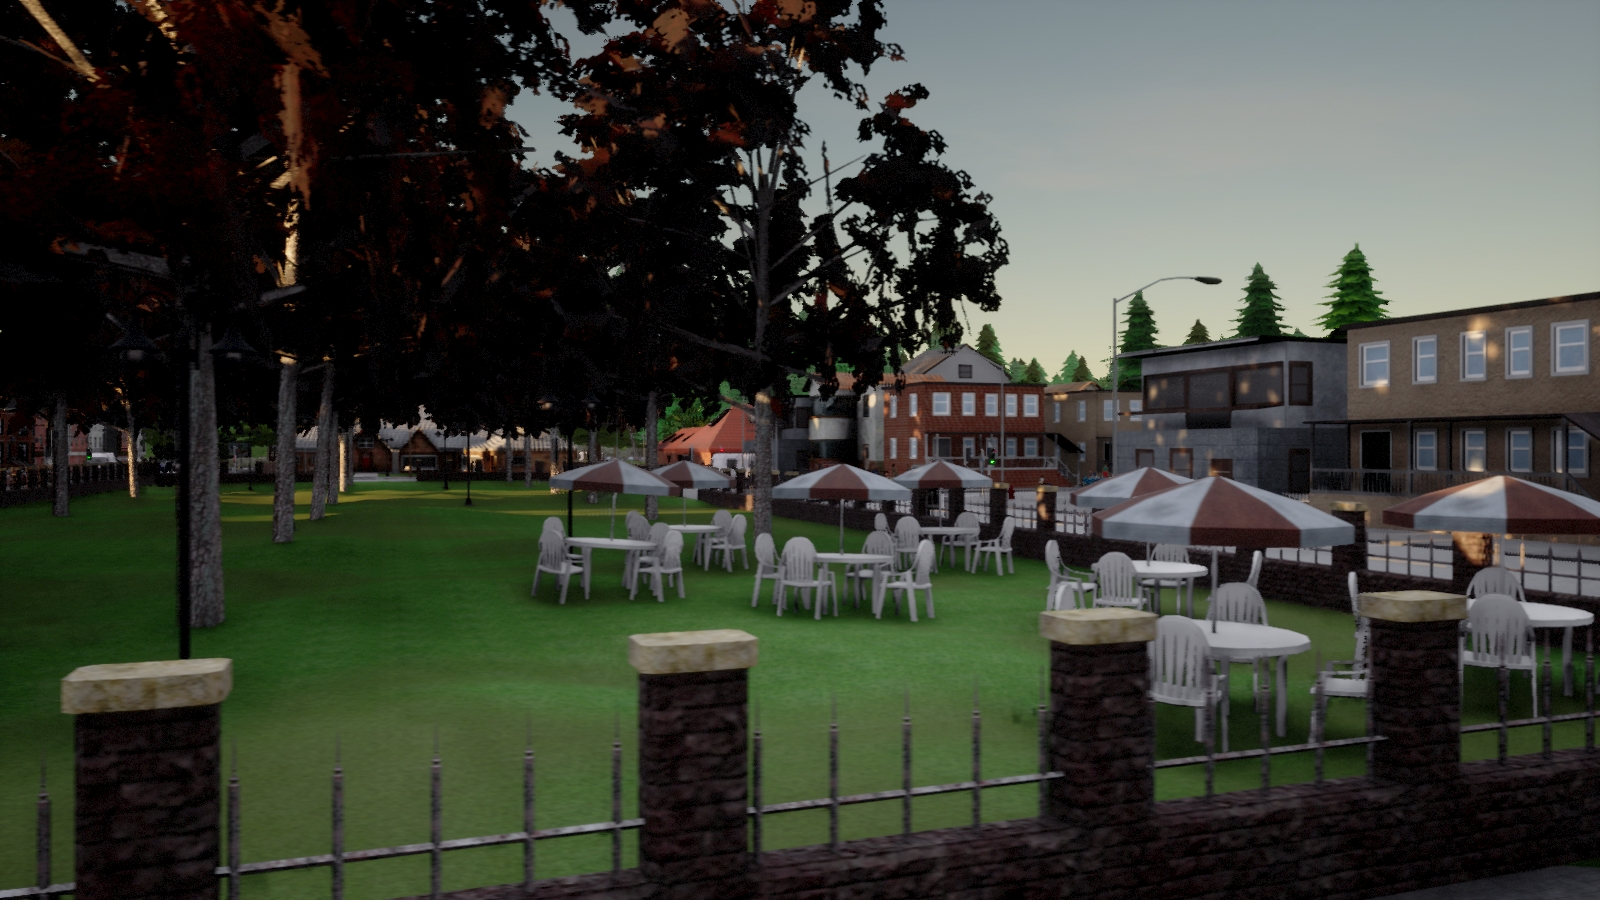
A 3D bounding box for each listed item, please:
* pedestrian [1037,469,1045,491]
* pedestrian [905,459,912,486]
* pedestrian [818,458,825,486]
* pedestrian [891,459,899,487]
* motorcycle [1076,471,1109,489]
[{"bbox_3d":[14.414,1.810,68.259,0.375,1.300,0.375,0,0,-10],"label":"pedestrian"},{"bbox_3d":[7.378,1.516,77.630,0.375,1.860,0.375,0,0,-2],"label":"pedestrian"},{"bbox_3d":[1.478,1.516,78.841,0.375,1.860,0.375,0,0,27],"label":"pedestrian"},{"bbox_3d":[6.348,1.518,76.327,0.375,1.860,0.375,0,0,-27],"label":"pedestrian"},{"bbox_3d":[19.587,1.993,76.552,2.033,1.145,0.803,0,0,-20],"label":"motorcycle"}]
